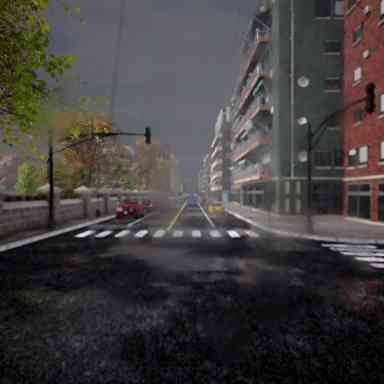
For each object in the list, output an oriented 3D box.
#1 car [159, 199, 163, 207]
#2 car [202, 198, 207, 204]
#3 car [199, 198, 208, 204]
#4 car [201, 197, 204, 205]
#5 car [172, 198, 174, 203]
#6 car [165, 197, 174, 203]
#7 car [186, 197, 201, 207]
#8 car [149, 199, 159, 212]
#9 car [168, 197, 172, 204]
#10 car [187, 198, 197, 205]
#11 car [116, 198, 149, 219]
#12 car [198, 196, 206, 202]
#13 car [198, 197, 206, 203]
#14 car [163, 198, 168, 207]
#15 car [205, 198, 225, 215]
[{"bbox_3d":[-5.702,1.813,47.676,1.887,1.381,4.507,0,0,0],"label":"car"},{"bbox_3d":[2.679,1.780,42.142,1.887,1.381,4.507,0,0,0],"label":"car"},{"bbox_3d":[2.673,1.982,75.353,1.887,1.381,4.507,0,0,0],"label":"car"},{"bbox_3d":[2.678,1.819,47.678,2.008,1.369,4.403,0,0,0],"label":"car"},{"bbox_3d":[-5.708,1.997,80.716,1.752,1.417,4.829,0,0,0],"label":"car"},{"bbox_3d":[-5.709,2.059,86.421,2.008,1.369,4.403,0,0,0],"label":"car"},{"bbox_3d":[-0.007,1.868,56.382,2.033,1.411,5.357,0,0,0],"label":"car"},{"bbox_3d":[-5.702,1.675,42.141,1.967,1.590,4.097,0,0,0],"label":"car"},{"bbox_3d":[-5.706,1.985,69.816,1.802,1.307,4.206,0,0,0],"label":"car"},{"bbox_3d":[-0.011,1.946,66.793,1.994,1.385,4.181,0,0,0],"label":"car"},{"bbox_3d":[-5.700,1.485,31.071,2.192,1.841,5.009,0,0,0],"label":"car"},{"bbox_3d":[2.669,1.984,91.959,1.967,1.590,4.097,0,0,0],"label":"car"},{"bbox_3d":[2.671,2.074,86.424,1.947,1.339,4.313,0,0,0],"label":"car"},{"bbox_3d":[-5.704,1.917,58.745,1.802,1.307,4.206,0,0,0],"label":"car"},{"bbox_3d":[2.680,1.729,36.778,1.752,1.417,4.829,0,0,0],"label":"car"}]
